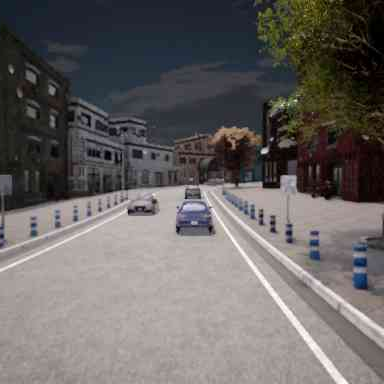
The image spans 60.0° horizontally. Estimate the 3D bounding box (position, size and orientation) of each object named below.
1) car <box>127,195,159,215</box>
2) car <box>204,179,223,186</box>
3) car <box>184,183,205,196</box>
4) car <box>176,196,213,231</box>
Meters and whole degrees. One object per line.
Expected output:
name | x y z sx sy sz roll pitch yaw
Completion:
car | -3.597 0.895 24.994 1.994 1.385 4.181 0 3 0
car | 4.293 -1.907 66.899 4.902 1.511 2.128 -5 4 -45
car | 0.105 -0.079 39.642 2.128 1.511 4.902 0 4 0
car | 0.114 1.182 17.784 1.812 1.442 4.674 0 2 0
